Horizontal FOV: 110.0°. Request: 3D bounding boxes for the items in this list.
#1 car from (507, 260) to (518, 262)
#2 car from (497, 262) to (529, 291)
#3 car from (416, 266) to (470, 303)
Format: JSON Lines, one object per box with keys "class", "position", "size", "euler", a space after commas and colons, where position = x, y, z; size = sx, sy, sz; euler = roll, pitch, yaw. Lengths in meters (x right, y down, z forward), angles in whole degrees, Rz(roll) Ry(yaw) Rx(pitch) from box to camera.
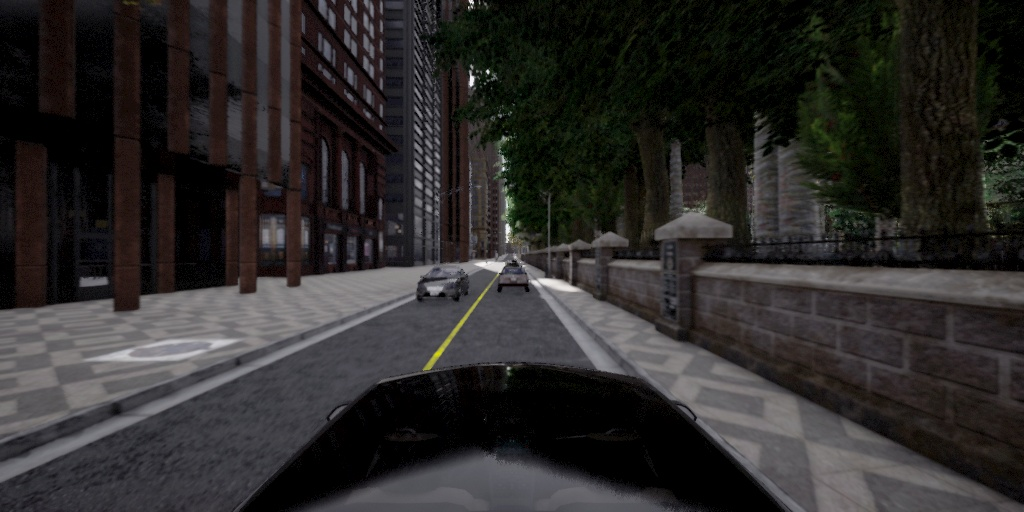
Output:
{"class": "car", "position": [0.097, 1.257, 48.108], "size": [1.837, 1.490, 4.892], "euler": [0, 0, 0]}
{"class": "car", "position": [0.080, 1.288, 21.672], "size": [2.033, 1.411, 5.357], "euler": [0, 0, 0]}
{"class": "car", "position": [-3.083, 1.232, 16.779], "size": [2.128, 1.511, 4.902], "euler": [0, 0, 0]}
